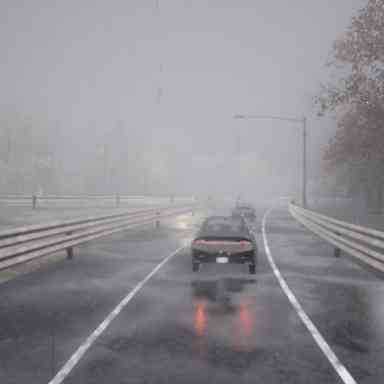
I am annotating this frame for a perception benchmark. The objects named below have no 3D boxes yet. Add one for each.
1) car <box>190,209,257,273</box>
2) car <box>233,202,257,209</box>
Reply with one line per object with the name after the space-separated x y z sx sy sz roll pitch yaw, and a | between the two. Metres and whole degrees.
1.115 1.546 10.965 2.128 1.511 4.902 0 0 8 | car
4.474 1.634 28.442 2.128 1.511 4.902 0 0 13 | car
